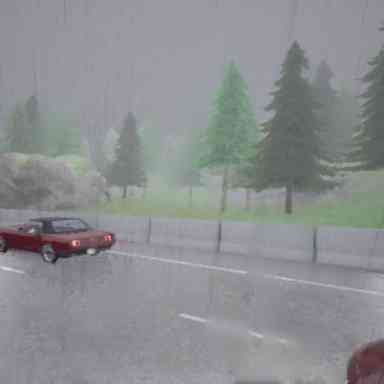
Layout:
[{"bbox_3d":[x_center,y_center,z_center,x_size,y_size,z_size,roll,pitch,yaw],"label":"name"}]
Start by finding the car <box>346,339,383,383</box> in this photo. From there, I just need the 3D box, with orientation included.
[{"bbox_3d":[3.289,1.541,1.629,4.674,1.442,1.812,1,0,34],"label":"car"}]

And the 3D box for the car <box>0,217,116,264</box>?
[{"bbox_3d":[-4.921,1.522,11.458,4.718,1.301,1.895,0,0,34],"label":"car"}]
